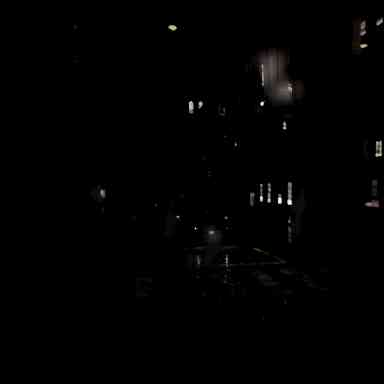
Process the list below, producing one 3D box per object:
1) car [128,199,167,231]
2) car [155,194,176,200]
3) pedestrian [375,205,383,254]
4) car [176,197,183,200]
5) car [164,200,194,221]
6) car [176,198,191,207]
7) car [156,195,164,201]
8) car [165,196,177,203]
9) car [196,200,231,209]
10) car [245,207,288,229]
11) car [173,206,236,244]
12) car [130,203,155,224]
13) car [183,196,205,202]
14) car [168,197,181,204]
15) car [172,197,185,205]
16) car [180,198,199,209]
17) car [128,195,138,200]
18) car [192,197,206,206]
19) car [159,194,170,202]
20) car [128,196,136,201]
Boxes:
[{"bbox_3d":[-2.893,1.474,20.548,1.967,1.590,4.097,-1,0,-11],"label":"car"},{"bbox_3d":[-3.290,1.413,35.730,2.097,1.767,4.553,0,0,-11],"label":"car"},{"bbox_3d":[6.978,1.321,11.993,0.375,1.860,0.375,-1,1,-11],"label":"pedestrian"},{"bbox_3d":[-2.919,1.687,49.172,1.895,1.301,4.718,0,0,-11],"label":"car"},{"bbox_3d":[-1.391,1.609,25.813,1.994,1.385,4.181,0,0,-11],"label":"car"},{"bbox_3d":[-1.465,1.680,54.754,1.802,1.307,4.206,-1,0,-11],"label":"car"},{"bbox_3d":[-8.857,1.679,93.060,1.752,1.417,4.829,-1,0,-11],"label":"car"},{"bbox_3d":[-4.619,1.673,71.099,2.008,1.369,4.403,-1,0,-11],"label":"car"},{"bbox_3d":[1.854,1.571,24.673,1.812,1.442,4.674,0,0,-11],"label":"car"},{"bbox_3d":[4.846,1.626,22.064,1.802,1.307,4.206,-1,0,-11],"label":"car"},{"bbox_3d":[0.494,1.592,16.052,1.994,1.385,4.181,0,0,-11],"label":"car"},{"bbox_3d":[-3.943,1.624,25.997,1.802,1.307,4.206,-1,0,-11],"label":"car"},{"bbox_3d":[0.634,1.395,43.857,2.192,1.841,5.009,-1,0,-11],"label":"car"},{"bbox_3d":[-3.568,1.680,65.651,1.947,1.339,4.313,-1,0,-11],"label":"car"},{"bbox_3d":[-2.517,1.688,60.203,1.802,1.307,4.206,-1,0,-11],"label":"car"},{"bbox_3d":[-0.414,1.640,49.305,2.008,1.369,4.403,-1,0,-11],"label":"car"},{"bbox_3d":[-10.252,1.535,58.689,1.967,1.590,4.097,-1,0,-11],"label":"car"},{"bbox_3d":[1.688,1.637,38.408,1.947,1.339,4.313,-1,0,-11],"label":"car"},{"bbox_3d":[-6.724,1.453,81.996,2.192,1.841,5.009,-1,0,-11],"label":"car"},{"bbox_3d":[-15.475,1.660,85.765,1.752,1.417,4.829,-1,0,-11],"label":"car"}]
